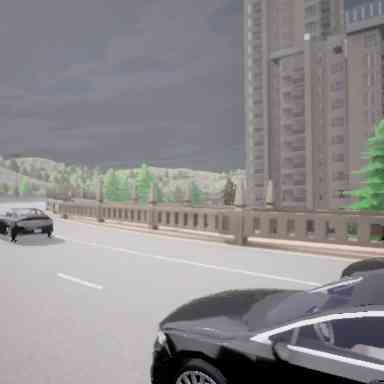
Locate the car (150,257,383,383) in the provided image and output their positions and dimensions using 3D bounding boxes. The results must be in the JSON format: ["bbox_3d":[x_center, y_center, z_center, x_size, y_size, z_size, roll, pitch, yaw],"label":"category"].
[{"bbox_3d":[1.796,1.498,2.807,4.902,1.511,2.128,0,0,36],"label":"car"}]

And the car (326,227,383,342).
[{"bbox_3d":[4.829,1.500,4.921,4.902,1.511,2.128,0,0,36],"label":"car"}]

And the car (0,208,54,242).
[{"bbox_3d":[-8.644,1.546,16.835,2.128,1.511,4.902,0,0,-43],"label":"car"}]
